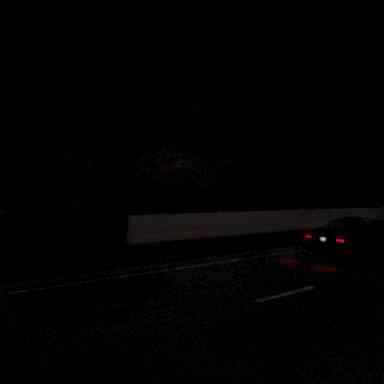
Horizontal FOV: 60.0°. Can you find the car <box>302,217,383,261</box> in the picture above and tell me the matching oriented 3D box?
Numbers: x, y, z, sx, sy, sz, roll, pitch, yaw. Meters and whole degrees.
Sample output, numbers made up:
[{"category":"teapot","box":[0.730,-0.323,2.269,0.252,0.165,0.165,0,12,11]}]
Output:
[{"category":"car","box":[6.522,1.685,12.808,5.357,1.411,2.033,1,0,-35]}]
